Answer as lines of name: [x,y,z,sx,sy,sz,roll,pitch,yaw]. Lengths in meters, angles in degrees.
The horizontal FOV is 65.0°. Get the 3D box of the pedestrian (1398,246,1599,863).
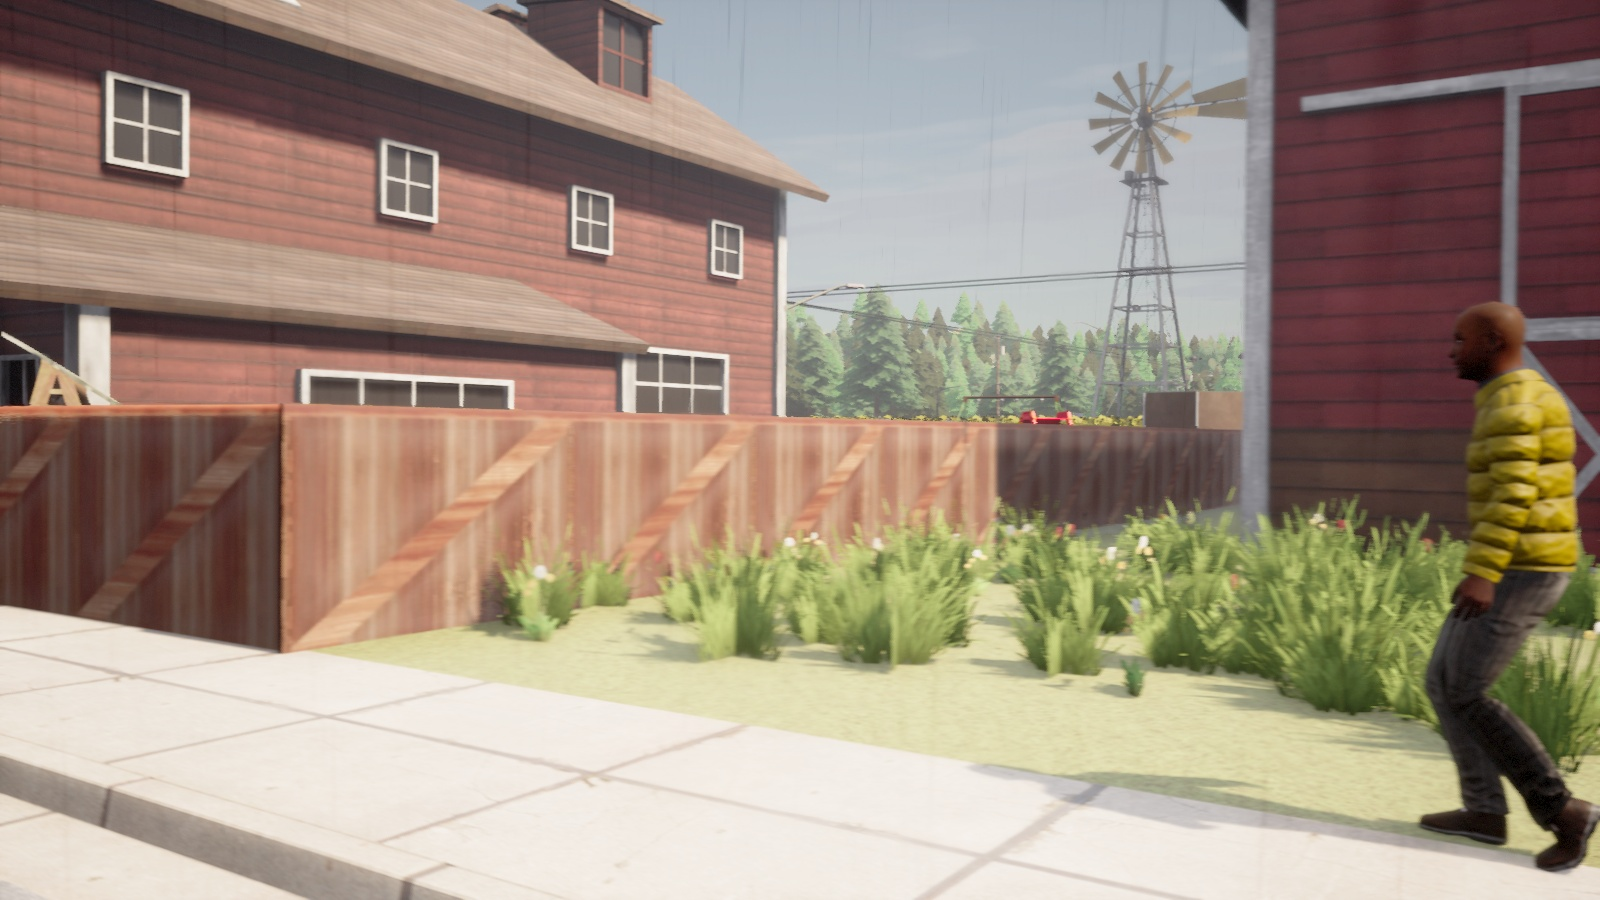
pedestrian: [2.335,0.311,3.988,0.726,1.835,0.370,0,1,36]
